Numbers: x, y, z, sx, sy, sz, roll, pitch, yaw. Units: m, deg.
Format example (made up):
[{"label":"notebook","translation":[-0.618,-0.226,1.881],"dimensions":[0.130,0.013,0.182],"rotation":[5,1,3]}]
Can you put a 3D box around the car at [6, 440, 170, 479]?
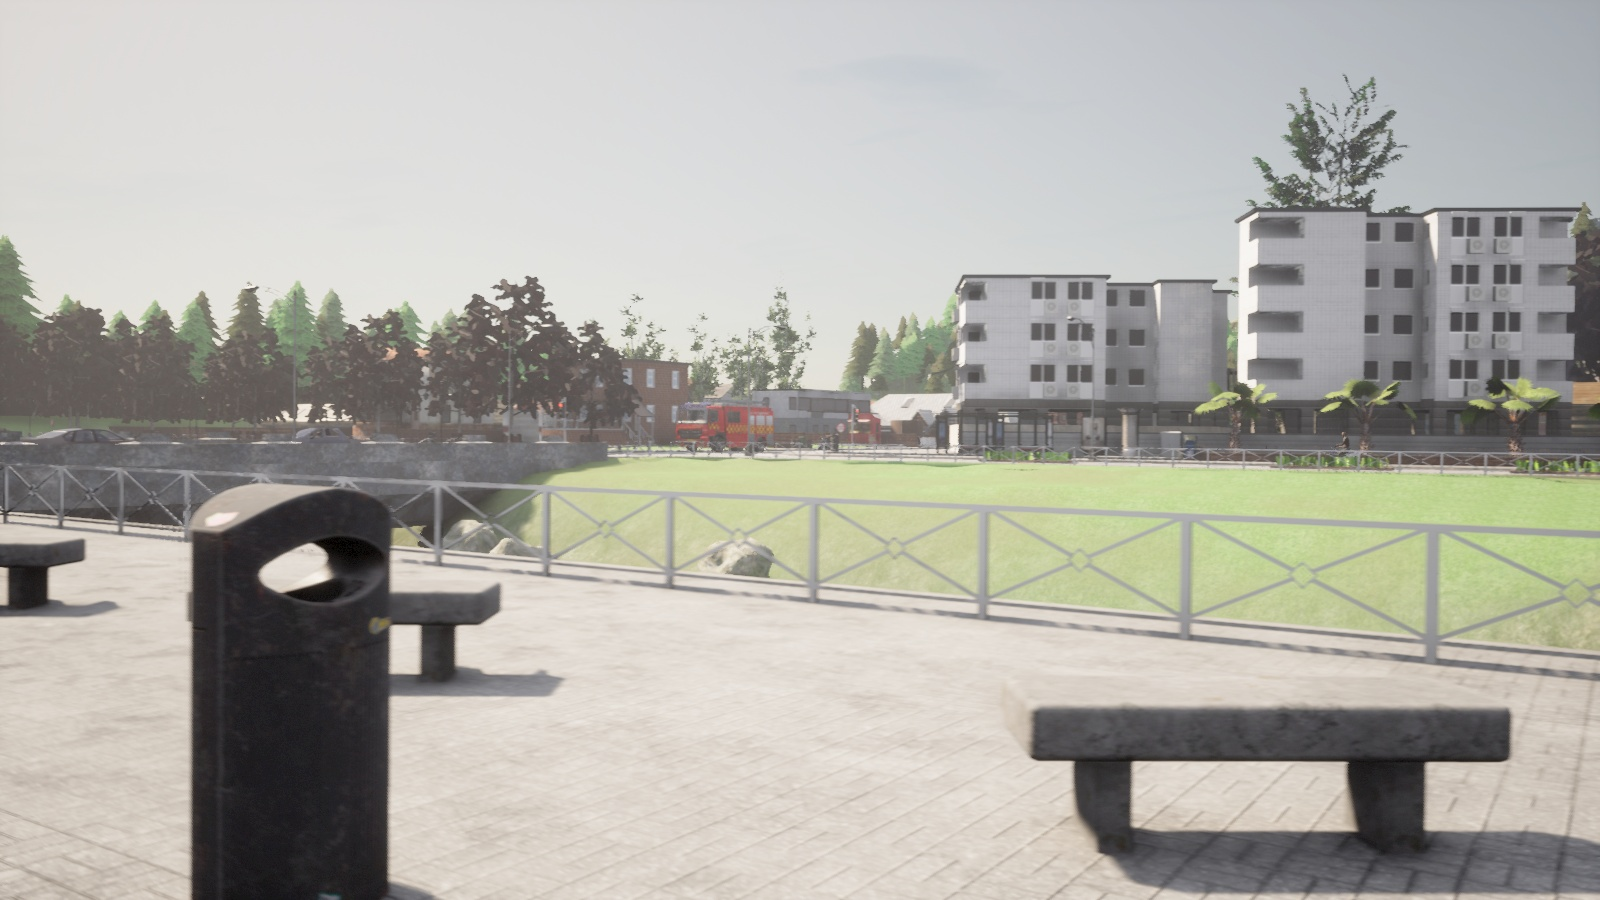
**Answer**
[{"label":"car","translation":[-28.272,0.352,50.059],"dimensions":[2.033,1.411,5.357],"rotation":[0,1,34]}]

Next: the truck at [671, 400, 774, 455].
[{"label":"truck","translation":[-5.537,-1.632,91.538],"dimensions":[2.891,3.827,8.468],"rotation":[0,1,34]}]

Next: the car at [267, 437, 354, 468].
[{"label":"car","translation":[-24.517,0.108,62.949],"dimensions":[1.845,1.501,3.633],"rotation":[0,1,34]}]
